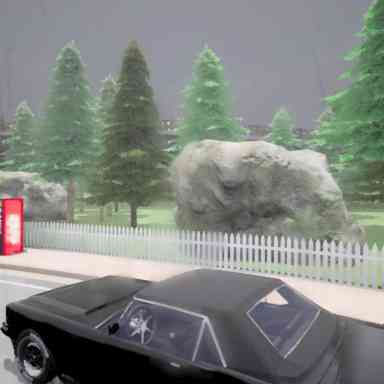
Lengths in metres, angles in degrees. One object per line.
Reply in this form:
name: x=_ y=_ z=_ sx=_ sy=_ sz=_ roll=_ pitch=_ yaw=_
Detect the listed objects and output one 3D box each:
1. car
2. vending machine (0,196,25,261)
car: x=-0.086 y=1.601 z=3.772 sx=4.718 sy=1.301 sz=1.895 roll=0 pitch=0 yaw=33
vending machine: x=-6.510 y=1.195 z=11.400 sx=0.880 sy=2.100 sz=1.100 roll=0 pitch=0 yaw=21
